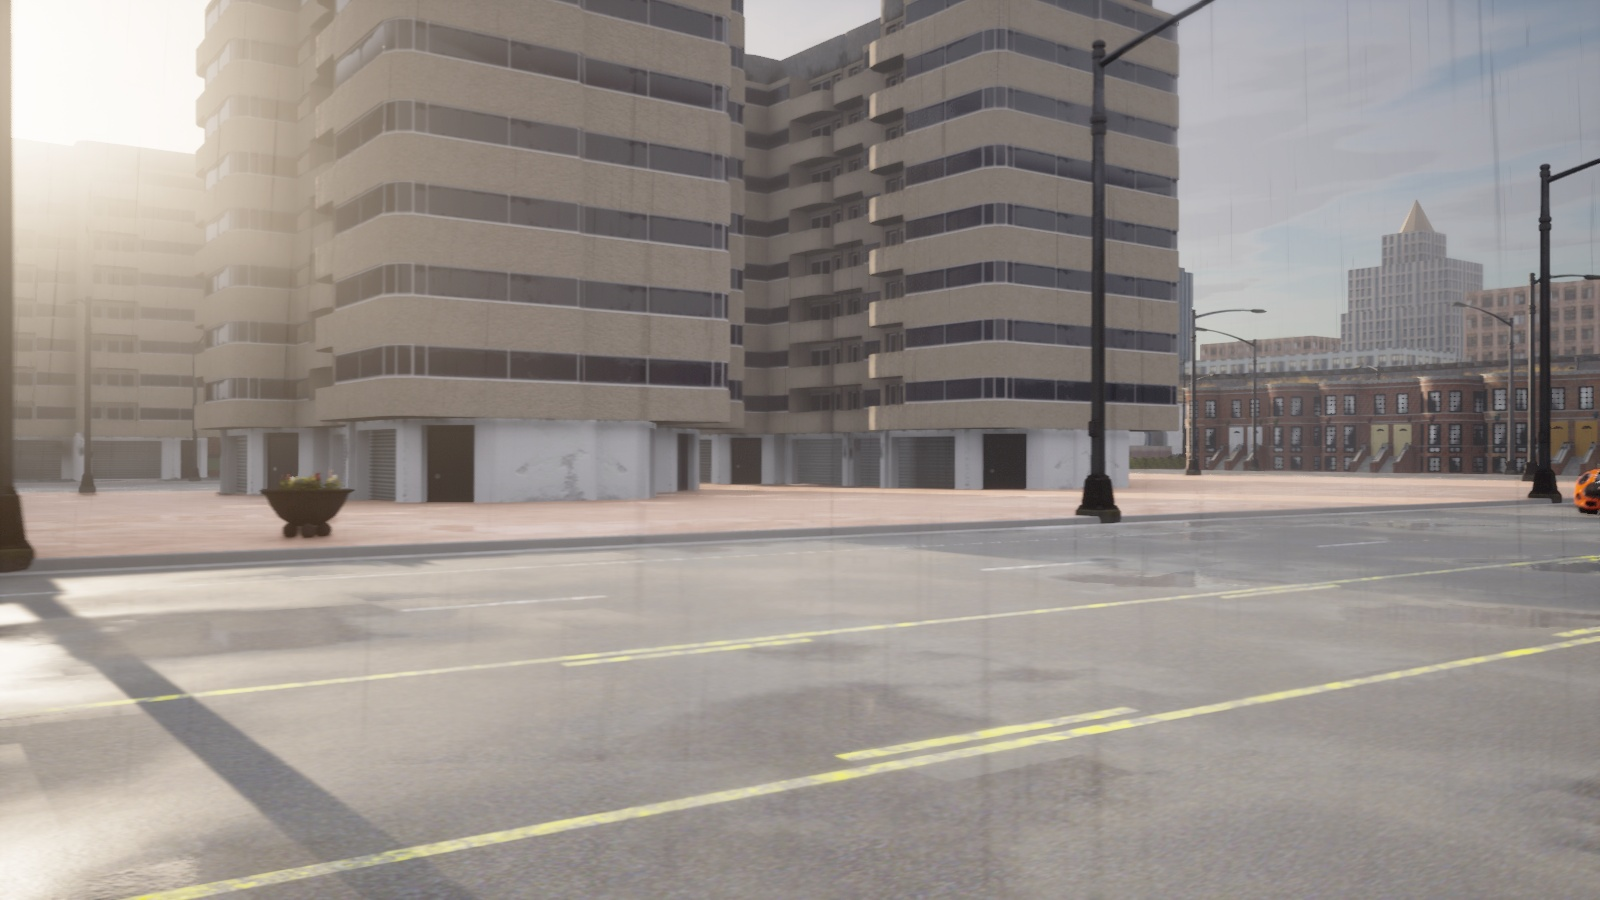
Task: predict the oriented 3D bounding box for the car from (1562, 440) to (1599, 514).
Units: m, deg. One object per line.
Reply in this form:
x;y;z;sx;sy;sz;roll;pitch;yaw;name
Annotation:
21.094;0.635;31.135;4.553;1.767;2.097;0;0;-35;car

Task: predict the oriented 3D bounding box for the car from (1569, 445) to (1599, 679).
7.728;0.728;9.038;5.008;1.535;1.882;0;0;-35;car
